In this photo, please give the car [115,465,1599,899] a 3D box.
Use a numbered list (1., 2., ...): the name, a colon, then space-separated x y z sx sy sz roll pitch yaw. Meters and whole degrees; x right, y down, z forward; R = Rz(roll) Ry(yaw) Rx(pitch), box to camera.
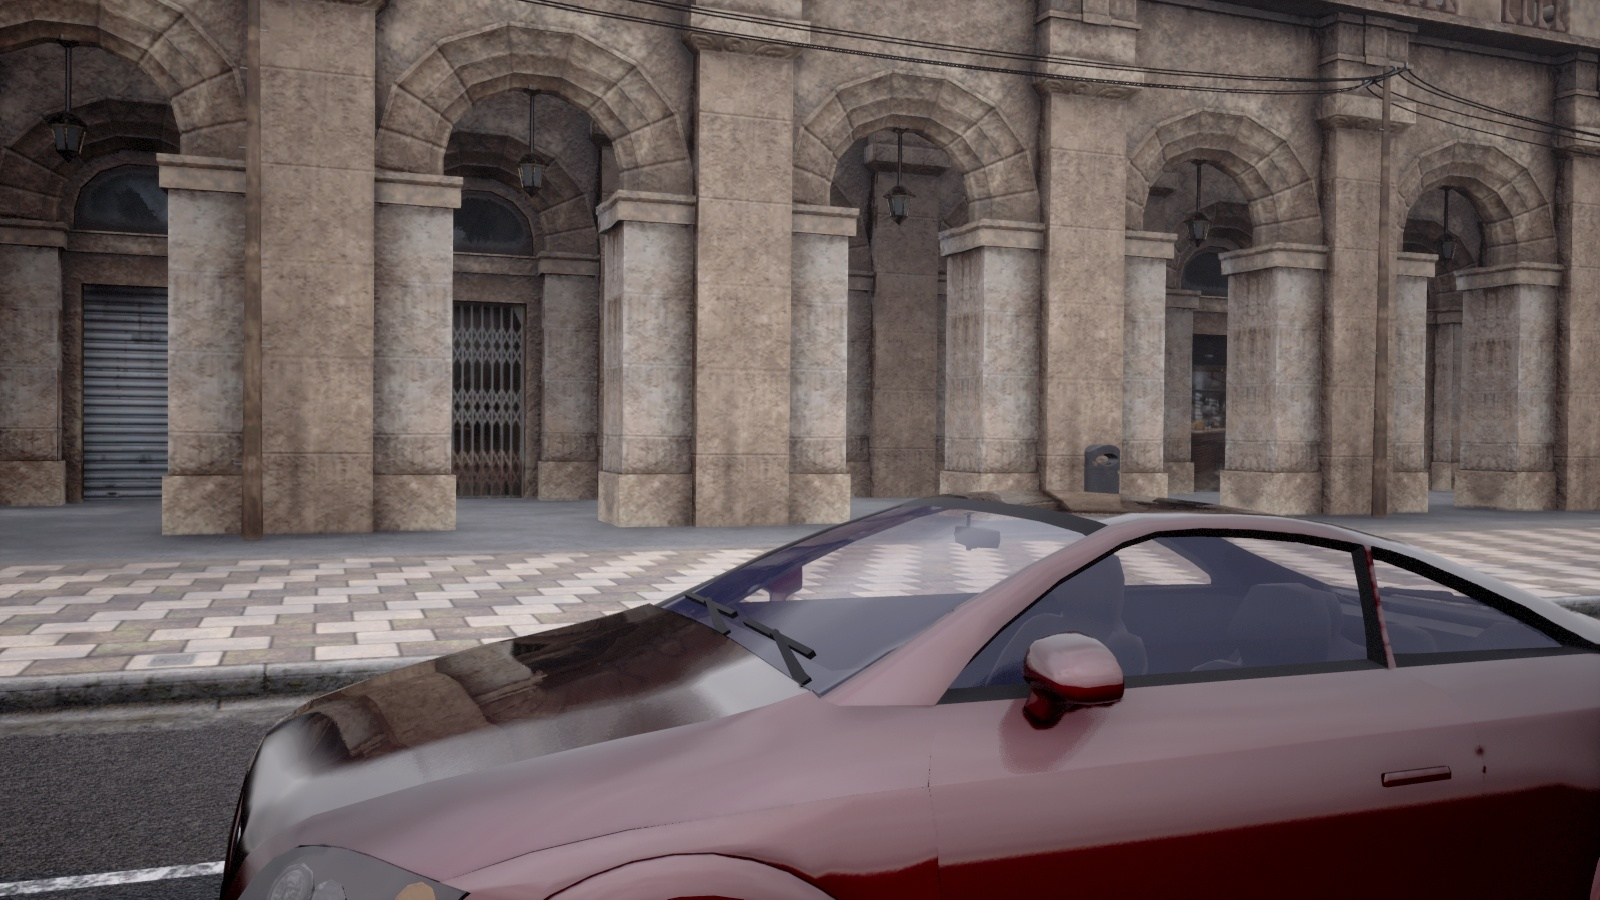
1. car: 0.623 0.799 3.482 4.181 1.385 1.994 -1 1 -21
